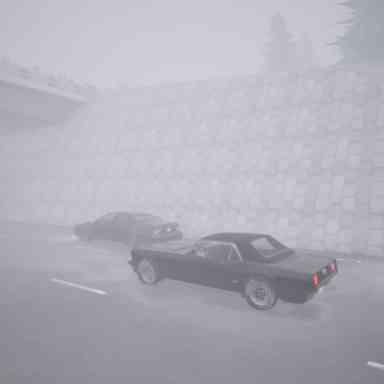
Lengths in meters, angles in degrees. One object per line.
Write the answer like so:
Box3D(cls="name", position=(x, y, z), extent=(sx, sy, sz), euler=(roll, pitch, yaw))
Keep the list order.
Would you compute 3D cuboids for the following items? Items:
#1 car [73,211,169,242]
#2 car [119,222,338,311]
Box3D(cls="car", position=(-2.964, 1.559, 14.706), extent=(5.357, 1.411, 2.033), euler=(0, 0, 36))
Box3D(cls="car", position=(0.697, 1.606, 7.775), extent=(4.718, 1.301, 1.895), euler=(0, 0, 36))
